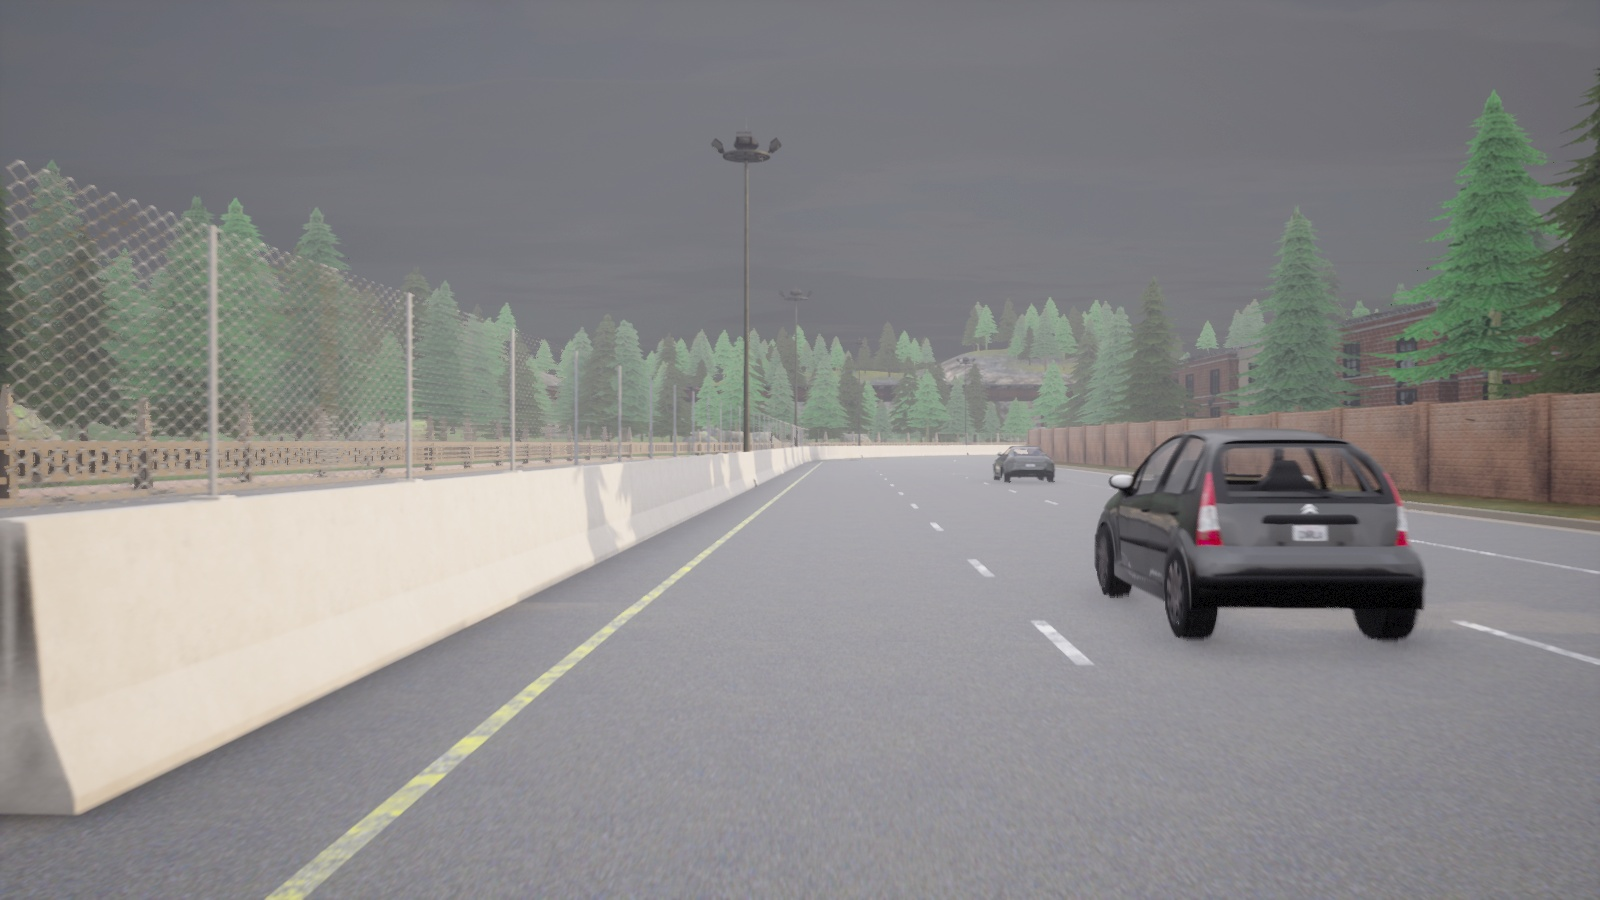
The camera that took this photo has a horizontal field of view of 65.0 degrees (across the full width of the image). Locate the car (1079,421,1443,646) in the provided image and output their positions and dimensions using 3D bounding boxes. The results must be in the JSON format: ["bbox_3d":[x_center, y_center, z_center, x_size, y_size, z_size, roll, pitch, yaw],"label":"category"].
[{"bbox_3d":[3.751,0.586,11.026,1.851,1.617,3.988,0,0,2],"label":"car"}]

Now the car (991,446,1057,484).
[{"bbox_3d":[8.662,0.542,48.875,1.994,1.385,4.181,0,0,2],"label":"car"}]
